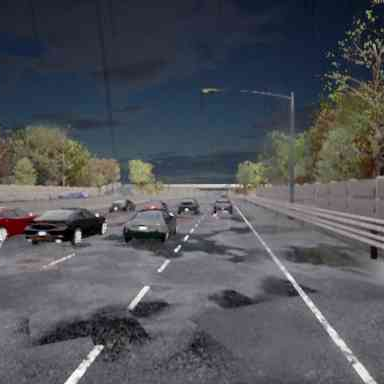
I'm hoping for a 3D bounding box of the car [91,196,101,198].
[{"bbox_3d":[-18.551,1.447,64.494,2.033,1.411,5.357,0,0,6],"label":"car"}]

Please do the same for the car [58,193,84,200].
[{"bbox_3d":[-22.257,1.123,62.579,2.150,2.045,5.566,0,0,6],"label":"car"}]

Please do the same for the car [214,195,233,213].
[{"bbox_3d":[3.349,1.413,35.733,2.128,1.511,4.902,0,0,5],"label":"car"}]

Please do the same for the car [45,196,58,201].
[{"bbox_3d":[-25.727,1.447,62.904,2.033,1.411,5.357,0,0,6],"label":"car"}]

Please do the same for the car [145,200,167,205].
[{"bbox_3d":[-3.697,1.490,34.515,1.994,1.385,4.181,0,0,5],"label":"car"}]

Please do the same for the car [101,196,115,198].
[{"bbox_3d":[-15.174,1.426,63.301,1.812,1.442,4.674,0,0,6],"label":"car"}]

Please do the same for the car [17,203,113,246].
[{"bbox_3d":[-5.517,1.445,15.269,1.882,1.535,5.008,0,0,5],"label":"car"}]

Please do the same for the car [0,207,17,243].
[{"bbox_3d":[-8.968,1.445,15.948,1.882,1.535,5.008,0,0,5],"label":"car"}]

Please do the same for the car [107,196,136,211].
[{"bbox_3d":[-7.197,1.454,34.693,1.812,1.442,4.674,0,0,5],"label":"car"}]

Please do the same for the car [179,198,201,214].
[{"bbox_3d":[-0.247,1.430,33.825,1.837,1.490,4.892,0,0,5],"label":"car"}]

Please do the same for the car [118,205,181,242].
[{"bbox_3d":[-1.909,1.527,16.258,1.994,1.385,4.181,0,0,5],"label":"car"}]
